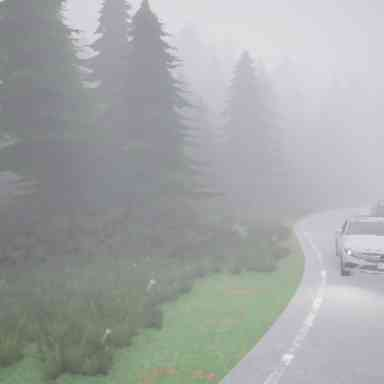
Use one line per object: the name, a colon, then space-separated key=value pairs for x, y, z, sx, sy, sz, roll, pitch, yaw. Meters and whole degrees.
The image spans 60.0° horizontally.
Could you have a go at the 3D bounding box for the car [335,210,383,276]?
car: x=5.361 y=1.472 z=9.966 sx=1.812 sy=1.442 sz=4.674 roll=-1 pitch=0 yaw=21

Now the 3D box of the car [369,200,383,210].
car: x=12.884 y=1.274 z=21.859 sx=1.882 sy=1.535 sz=5.008 roll=-1 pitch=0 yaw=24
